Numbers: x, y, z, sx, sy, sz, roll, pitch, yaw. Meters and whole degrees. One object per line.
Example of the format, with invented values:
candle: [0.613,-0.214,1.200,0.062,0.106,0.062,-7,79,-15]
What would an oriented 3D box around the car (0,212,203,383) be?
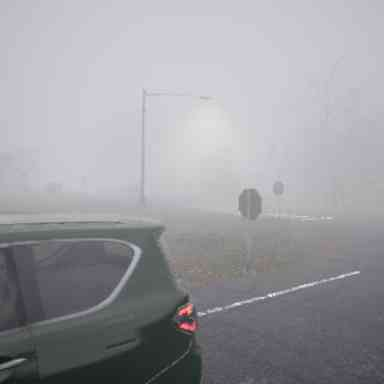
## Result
car: [-2.508,1.217,2.085,5.566,2.045,2.150,0,0,-35]

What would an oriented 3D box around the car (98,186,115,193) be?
car: [-15.723,-0.462,61.228,1.994,1.385,4.181,0,2,-36]

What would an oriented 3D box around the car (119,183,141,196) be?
car: [-9.660,-0.469,52.774,2.150,2.045,5.566,0,2,-36]
